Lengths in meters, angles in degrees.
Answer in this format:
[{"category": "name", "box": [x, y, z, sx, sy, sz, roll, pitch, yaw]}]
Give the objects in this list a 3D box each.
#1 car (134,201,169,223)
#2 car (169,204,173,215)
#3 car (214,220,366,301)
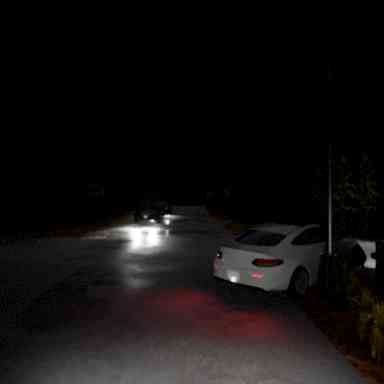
[{"category": "car", "box": [-3.191, 1.459, 25.264, 2.128, 1.511, 4.902, 0, -1, 0]}, {"category": "car", "box": [-3.175, 1.644, 35.529, 1.812, 1.442, 4.674, 0, -1, 0]}, {"category": "car", "box": [2.512, 1.423, 8.198, 4.674, 1.442, 1.812, -2, 2, -43]}]
